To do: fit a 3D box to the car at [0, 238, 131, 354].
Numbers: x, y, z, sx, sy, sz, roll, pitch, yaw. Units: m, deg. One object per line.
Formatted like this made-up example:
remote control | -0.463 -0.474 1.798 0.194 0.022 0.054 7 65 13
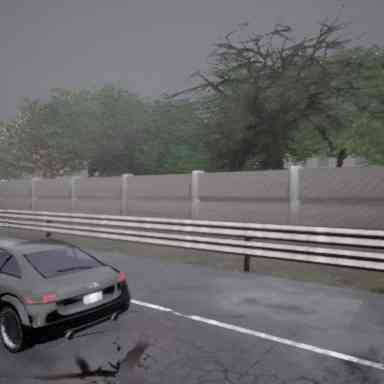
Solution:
car | -3.137 1.583 6.229 4.181 1.385 1.994 0 0 35
